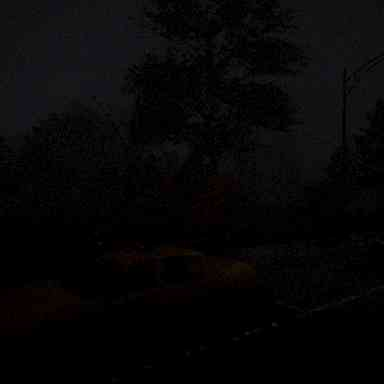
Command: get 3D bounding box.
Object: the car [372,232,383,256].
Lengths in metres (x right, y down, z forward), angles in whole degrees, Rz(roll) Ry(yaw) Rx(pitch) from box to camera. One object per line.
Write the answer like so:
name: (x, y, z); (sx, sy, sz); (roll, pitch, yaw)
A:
car: (8.152, 1.579, 11.905); (4.206, 1.307, 1.802); (0, 1, -35)

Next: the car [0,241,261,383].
car: (-1.000, 1.525, 5.375); (4.829, 1.417, 1.752); (0, 1, -35)
